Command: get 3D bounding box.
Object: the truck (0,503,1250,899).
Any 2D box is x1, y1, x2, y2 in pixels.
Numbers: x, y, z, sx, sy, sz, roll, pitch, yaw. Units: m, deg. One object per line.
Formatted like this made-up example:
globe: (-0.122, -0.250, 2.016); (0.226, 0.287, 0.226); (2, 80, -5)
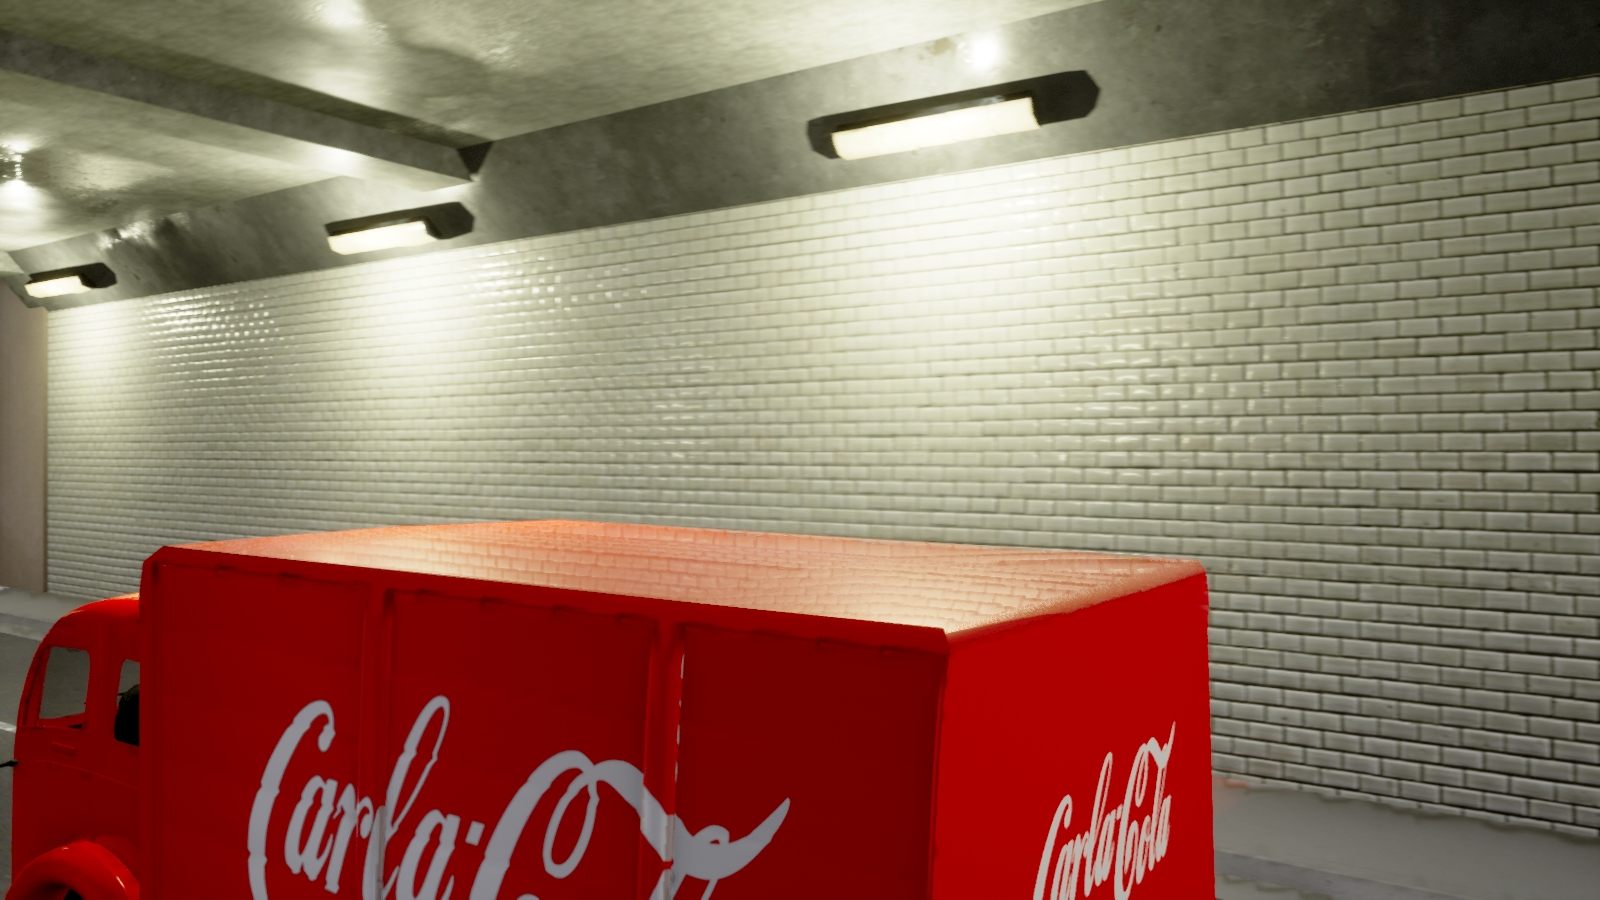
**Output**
truck: (-1.220, 1.568, 4.643); (5.204, 2.467, 2.627); (0, 0, 35)
